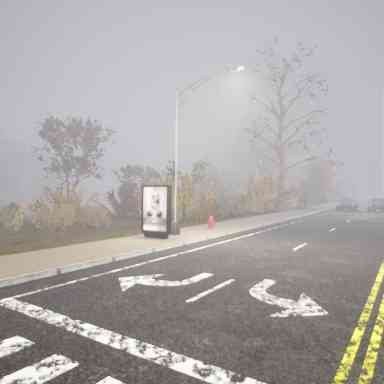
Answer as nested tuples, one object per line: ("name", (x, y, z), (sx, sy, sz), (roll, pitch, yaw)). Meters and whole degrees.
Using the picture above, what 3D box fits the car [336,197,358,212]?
("car", (18.597, 1.420, 39.831), (2.097, 1.767, 4.553), (0, 0, 30))

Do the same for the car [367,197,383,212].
("car", (21.404, 1.423, 38.194), (2.097, 1.767, 4.553), (0, 0, 30))
